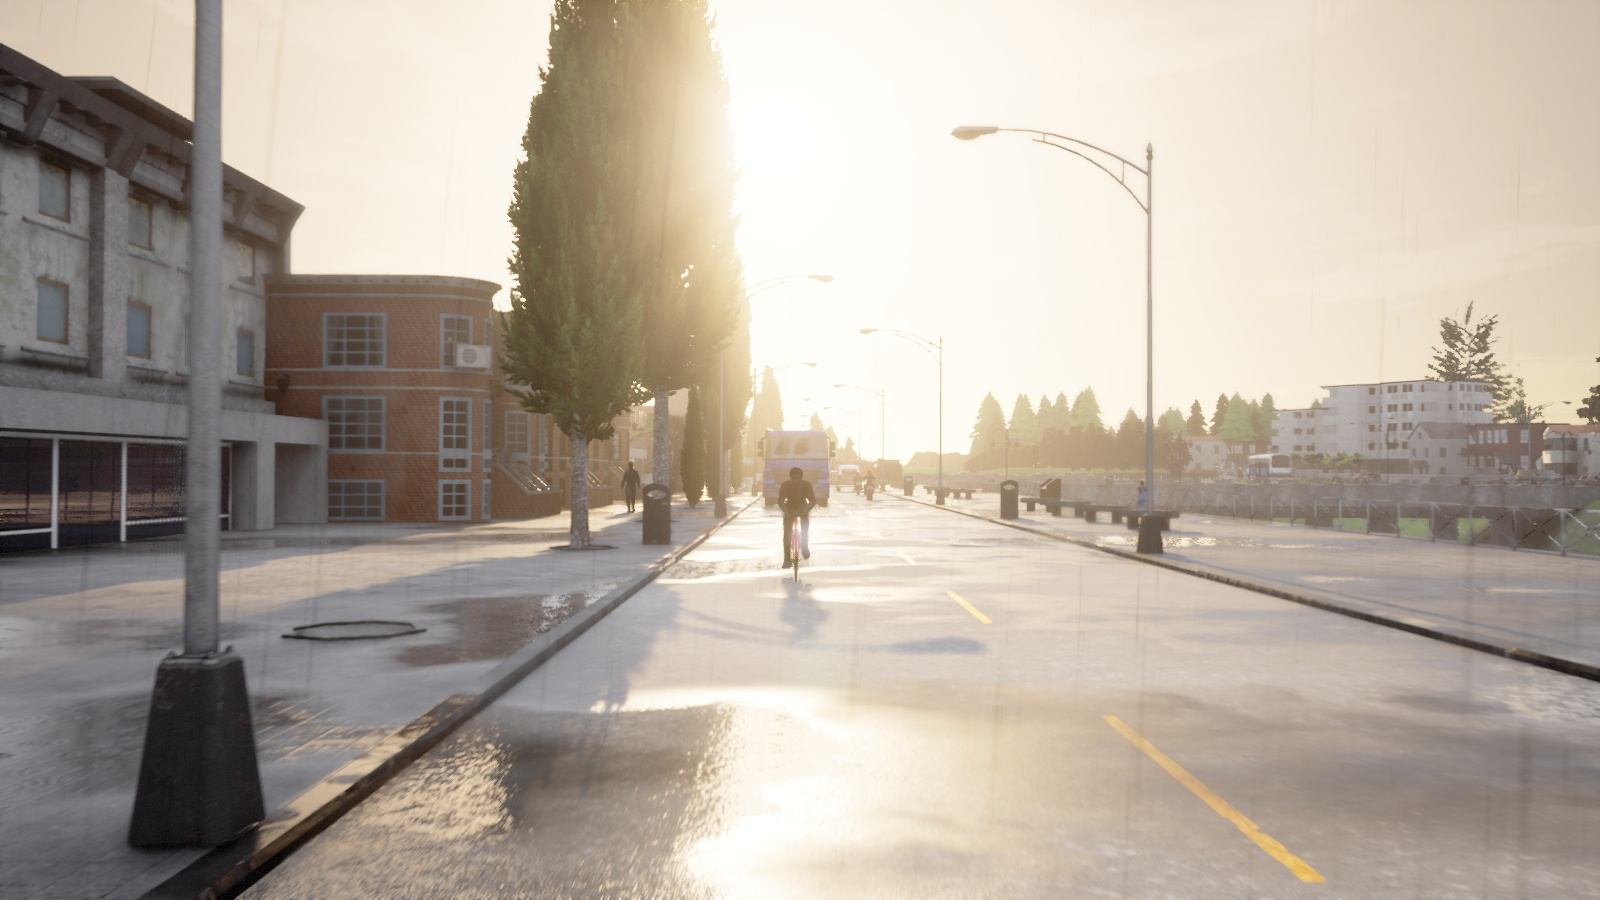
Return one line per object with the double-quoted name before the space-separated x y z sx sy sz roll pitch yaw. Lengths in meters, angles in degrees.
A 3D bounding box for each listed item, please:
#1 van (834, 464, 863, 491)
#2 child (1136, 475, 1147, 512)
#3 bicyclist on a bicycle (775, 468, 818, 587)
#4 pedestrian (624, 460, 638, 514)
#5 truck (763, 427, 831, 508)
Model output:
"van" 3.746 2.155 97.467 2.069 2.038 4.480 0 -1 0
"child" 11.760 1.481 43.236 0.270 1.263 0.437 0 -1 1
"bicyclist on a bicycle" -0.047 1.070 18.048 0.582 1.620 1.656 0 -1 0
"pedestrian" -5.803 1.267 43.150 0.370 1.835 0.726 0 -1 1
"truck" -0.153 0.799 57.701 2.891 3.462 7.936 0 -1 0
